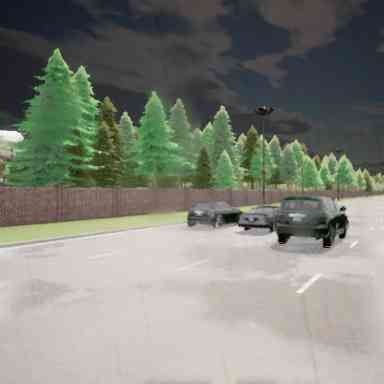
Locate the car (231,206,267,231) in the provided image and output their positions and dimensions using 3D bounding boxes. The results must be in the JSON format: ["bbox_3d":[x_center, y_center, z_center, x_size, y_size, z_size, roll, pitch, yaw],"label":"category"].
[{"bbox_3d":[4.601,1.543,20.040,2.033,1.411,5.357,0,0,34],"label":"car"}]

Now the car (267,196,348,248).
[{"bbox_3d":[5.601,1.212,15.225,2.150,2.045,5.566,0,-1,34],"label":"car"}]

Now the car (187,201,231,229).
[{"bbox_3d":[1.616,1.347,21.872,2.097,1.767,4.553,0,0,34],"label":"car"}]
